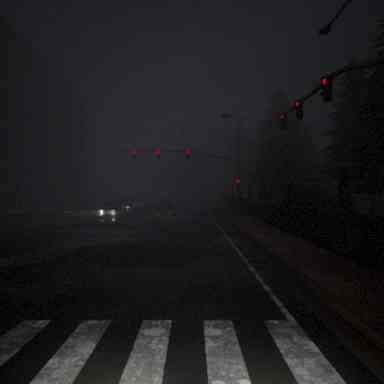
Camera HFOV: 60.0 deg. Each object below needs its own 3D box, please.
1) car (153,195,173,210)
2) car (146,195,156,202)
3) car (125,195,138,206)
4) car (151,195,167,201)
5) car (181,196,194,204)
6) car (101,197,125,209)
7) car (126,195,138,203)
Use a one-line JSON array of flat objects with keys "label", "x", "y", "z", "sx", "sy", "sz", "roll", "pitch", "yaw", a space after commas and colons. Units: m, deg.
[{"label": "car", "x": -3.438, "y": 1.497, "z": 42.139, "sx": 1.812, "sy": 1.442, "sz": 4.674, "roll": 0, "pitch": 0, "yaw": 0}, {"label": "car", "x": -9.094, "y": 1.447, "z": 77.749, "sx": 1.837, "sy": 1.490, "sz": 4.892, "roll": 0, "pitch": 0, "yaw": -30}, {"label": "car", "x": -10.695, "y": 1.510, "z": 54.324, "sx": 2.033, "sy": 1.411, "sz": 5.357, "roll": 0, "pitch": 0, "yaw": -1}, {"label": "car", "x": -8.223, "y": 1.444, "z": 82.802, "sx": 1.837, "sy": 1.490, "sz": 4.892, "roll": 0, "pitch": 0, "yaw": -37}, {"label": "car", "x": -0.853, "y": 1.520, "z": 64.320, "sx": 1.994, "sy": 1.385, "sz": 4.181, "roll": 0, "pitch": 0, "yaw": -9}, {"label": "car", "x": -10.617, "y": 1.571, "z": 44.103, "sx": 1.895, "sy": 1.301, "sz": 4.718, "roll": 0, "pitch": 0, "yaw": 0}, {"label": "car", "x": -11.974, "y": 1.432, "z": 66.583, "sx": 1.882, "sy": 1.535, "sz": 5.008, "roll": 0, "pitch": 0, "yaw": -15}]
